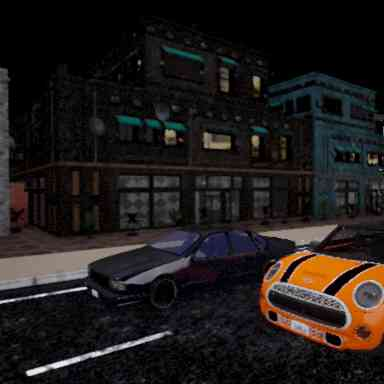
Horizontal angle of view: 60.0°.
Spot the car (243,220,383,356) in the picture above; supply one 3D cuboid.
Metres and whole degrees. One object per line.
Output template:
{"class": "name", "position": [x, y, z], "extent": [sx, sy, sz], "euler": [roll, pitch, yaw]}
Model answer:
{"class": "car", "position": [3.372, 1.350, 6.090], "extent": [4.553, 1.767, 2.097], "euler": [0, 0, -36]}

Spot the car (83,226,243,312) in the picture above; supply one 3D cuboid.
{"class": "car", "position": [0.315, 1.546, 7.905], "extent": [5.357, 1.411, 2.033], "euler": [0, 0, -36]}
